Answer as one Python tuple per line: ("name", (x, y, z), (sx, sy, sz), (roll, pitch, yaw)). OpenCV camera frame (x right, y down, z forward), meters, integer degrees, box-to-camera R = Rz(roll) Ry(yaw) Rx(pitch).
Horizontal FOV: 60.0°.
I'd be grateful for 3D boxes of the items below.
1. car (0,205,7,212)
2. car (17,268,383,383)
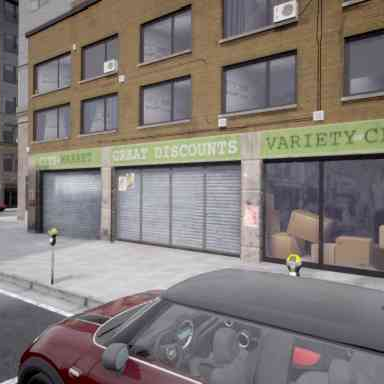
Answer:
("car", (-19.405, 1.458, 29.761), (1.895, 1.301, 4.718), (1, 1, 34))
("car", (0.261, 1.440, 2.879), (4.097, 1.590, 1.967), (0, 1, 35))
